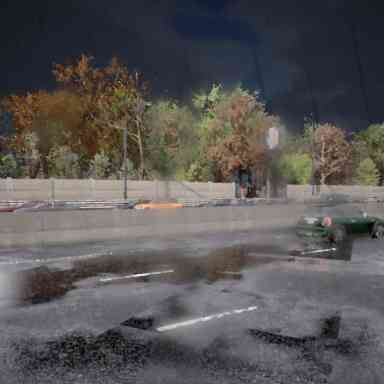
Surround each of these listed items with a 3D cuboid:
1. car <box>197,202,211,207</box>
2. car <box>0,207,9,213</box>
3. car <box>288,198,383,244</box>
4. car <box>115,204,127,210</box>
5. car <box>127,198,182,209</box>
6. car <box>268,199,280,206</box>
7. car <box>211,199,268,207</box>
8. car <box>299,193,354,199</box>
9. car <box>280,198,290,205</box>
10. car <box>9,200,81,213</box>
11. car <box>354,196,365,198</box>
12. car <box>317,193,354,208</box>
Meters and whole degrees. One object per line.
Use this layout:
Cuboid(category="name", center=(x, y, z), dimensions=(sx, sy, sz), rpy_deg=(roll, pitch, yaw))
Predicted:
Cuboid(category="car", center=(3.174, 1.548, 38.152), dimensions=(5.357, 1.411, 2.033), rpy_deg=(0, 0, -30))
Cuboid(category="car", center=(-13.629, 1.478, 28.301), dimensions=(5.008, 1.535, 1.882), rpy_deg=(0, 0, -30))
Cuboid(category="car", center=(7.113, 1.350, 15.883), dimensions=(4.553, 1.767, 2.097), rpy_deg=(0, 0, -30))
Cuboid(category="car", center=(-5.260, 1.505, 33.200), dimensions=(4.892, 1.490, 1.837), rpy_deg=(0, 0, -30))
Cuboid(category="car", center=(-3.153, 1.352, 30.380), dimensions=(4.553, 1.767, 2.097), rpy_deg=(0, 0, -30))
Cuboid(category="car", center=(12.052, 1.549, 43.345), dimensions=(5.357, 1.411, 2.033), rpy_deg=(0, 0, -30))
Cuboid(category="car", center=(5.035, 1.548, 35.180), dimensions=(5.357, 1.411, 2.033), rpy_deg=(0, 0, -31))
Cuboid(category="car", center=(14.942, 1.223, 36.927), dimensions=(5.566, 2.045, 2.150), rpy_deg=(0, 0, -30))
Cuboid(category="car", center=(13.436, 1.493, 40.101), dimensions=(4.902, 1.511, 2.128), rpy_deg=(0, 0, -30))
Cuboid(category="car", center=(-11.135, 1.492, 25.704), dimensions=(4.902, 1.511, 2.128), rpy_deg=(0, 0, -30))
Cuboid(category="car", center=(21.952, 1.358, 45.090), dimensions=(4.553, 1.767, 2.097), rpy_deg=(0, 0, -30))
Cuboid(category="car", center=(20.974, 1.228, 48.570), dimensions=(5.566, 2.045, 2.150), rpy_deg=(0, 0, -30))
